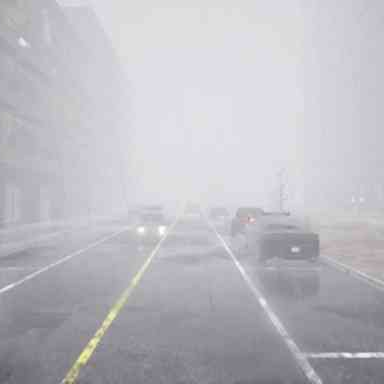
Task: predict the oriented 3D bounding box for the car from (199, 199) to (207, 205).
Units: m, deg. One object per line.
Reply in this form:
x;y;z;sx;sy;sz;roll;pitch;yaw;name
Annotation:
2.780;2.486;86.303;1.887;1.381;4.507;1;-1;0;car

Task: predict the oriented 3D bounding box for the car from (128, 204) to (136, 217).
-5.681;1.930;35.470;1.887;1.381;4.507;1;-1;0;car

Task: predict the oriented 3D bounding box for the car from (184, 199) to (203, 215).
0.082;1.918;40.579;1.882;1.535;5.008;0;-1;0;car

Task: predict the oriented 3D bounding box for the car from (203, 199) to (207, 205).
2.699;2.057;46.608;2.008;1.369;4.403;1;-1;0;car

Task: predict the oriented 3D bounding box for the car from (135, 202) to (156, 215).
-5.681;2.011;41.039;1.947;1.339;4.313;1;-1;0;car

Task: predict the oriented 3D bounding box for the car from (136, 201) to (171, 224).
-3.101;1.777;27.582;1.882;1.535;5.008;0;-1;0;car

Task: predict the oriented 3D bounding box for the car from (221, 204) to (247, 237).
3.112;1.565;19.512;2.097;1.767;4.553;0;-1;0;car

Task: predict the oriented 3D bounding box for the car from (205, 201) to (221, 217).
2.699;1.930;35.469;1.887;1.381;4.507;1;-1;0;car

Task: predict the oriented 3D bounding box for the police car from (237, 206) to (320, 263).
3.133;1.562;12.651;1.930;1.638;5.238;0;-1;0;police car

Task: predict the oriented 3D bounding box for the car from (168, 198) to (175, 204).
-5.812;2.472;94.498;1.967;1.590;4.097;1;-1;0;car

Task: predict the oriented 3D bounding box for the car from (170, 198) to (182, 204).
-3.004;1.978;68.442;1.837;1.490;4.892;0;-1;0;car

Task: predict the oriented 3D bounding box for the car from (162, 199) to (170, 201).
-5.683;2.271;63.316;1.802;1.307;4.206;1;-1;0;car

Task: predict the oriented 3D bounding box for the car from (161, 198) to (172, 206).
-5.686;2.251;74.457;1.967;1.590;4.097;1;-1;0;car

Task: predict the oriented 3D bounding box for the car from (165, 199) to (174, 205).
-5.763;2.516;85.593;1.802;1.307;4.206;1;-1;0;car
